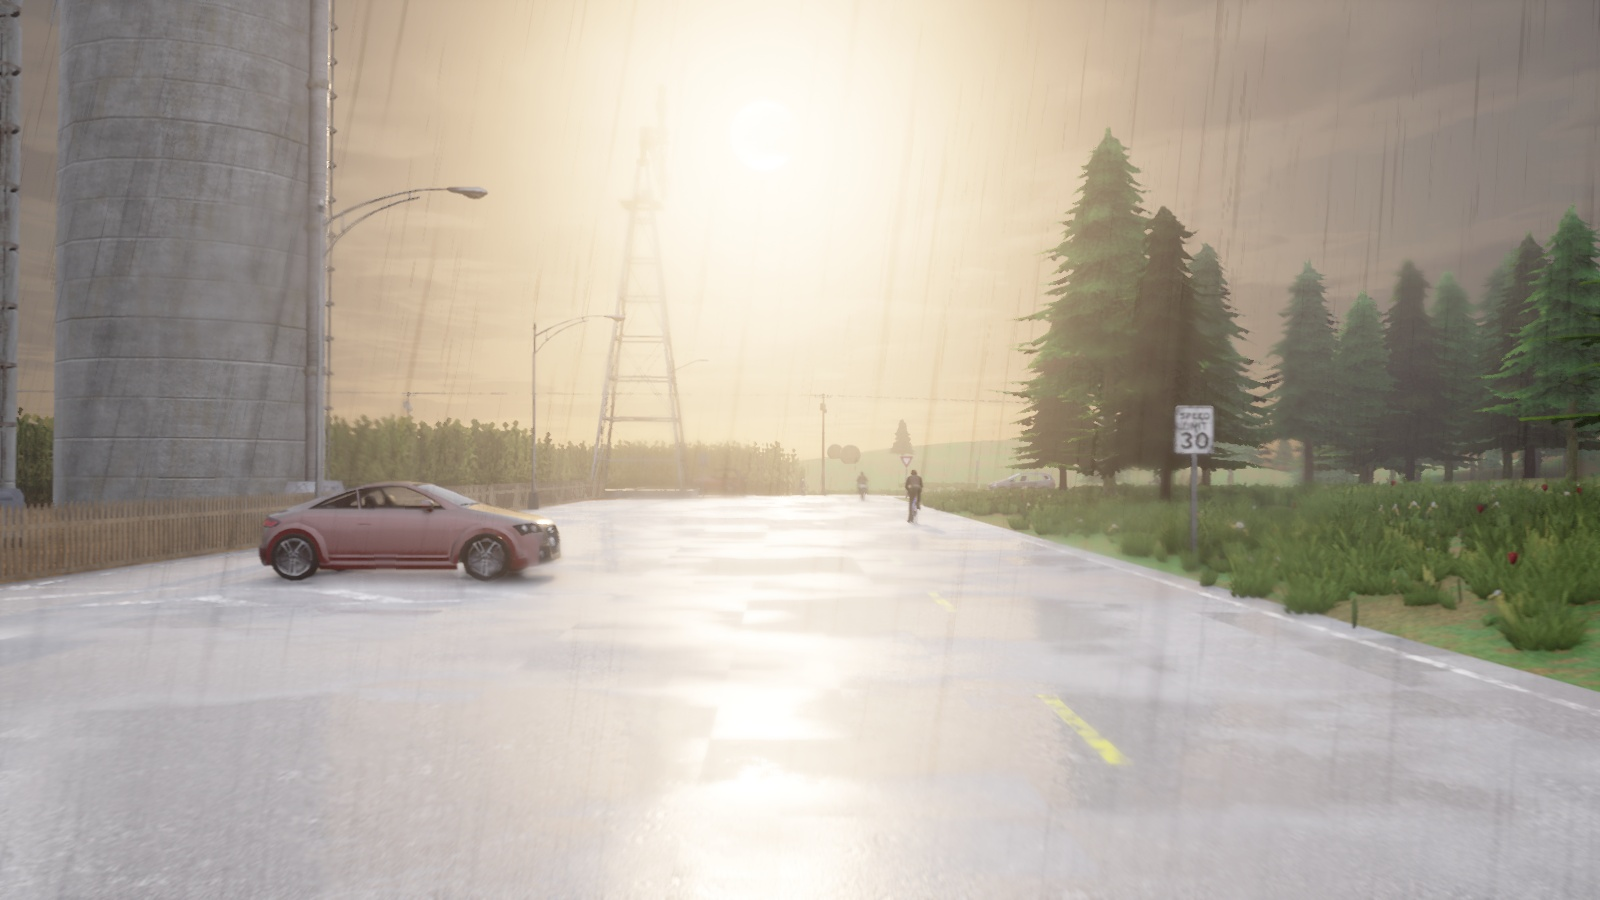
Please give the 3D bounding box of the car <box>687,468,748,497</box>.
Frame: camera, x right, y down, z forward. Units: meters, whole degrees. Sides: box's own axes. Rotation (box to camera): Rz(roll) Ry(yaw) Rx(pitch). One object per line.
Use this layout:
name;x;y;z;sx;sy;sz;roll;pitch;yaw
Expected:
car;-5.596;2.203;85.417;3.866;1.878;1.905;0;-1;6

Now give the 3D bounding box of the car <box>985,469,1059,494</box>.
car;15.117;2.174;85.747;4.611;1.667;2.242;0;-1;0
